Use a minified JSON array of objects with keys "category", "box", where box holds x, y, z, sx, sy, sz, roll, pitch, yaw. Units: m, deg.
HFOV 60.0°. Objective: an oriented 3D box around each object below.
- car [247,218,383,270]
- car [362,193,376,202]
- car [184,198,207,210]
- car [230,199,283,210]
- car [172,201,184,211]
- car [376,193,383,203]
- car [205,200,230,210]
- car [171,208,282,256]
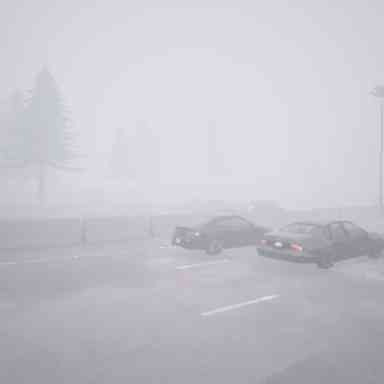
[{"category":"car","box":[4.610,1.614,11.335,5.357,1.411,2.033,0,0,-36]},{"category":"car","box":[33.890,0.992,62.445,4.553,1.767,2.097,-1,1,-35]},{"category":"car","box":[1.948,1.586,35.473,4.892,1.490,1.837,0,0,-35]},{"category":"car","box":[6.016,1.434,29.778,4.553,1.767,2.097,0,0,-35]},{"category":"car","box":[-0.058,1.433,38.340,4.553,1.767,2.097,0,0,-35]},{"category":"car","box":[35.872,0.864,59.559,5.566,2.045,2.150,-1,1,-35]},{"category":"car","box":[3.916,1.683,32.581,4.718,1.301,1.895,0,0,-35]},{"category":"car","box":[1.371,1.584,13.324,4.674,1.442,1.812,0,0,-36]}]
